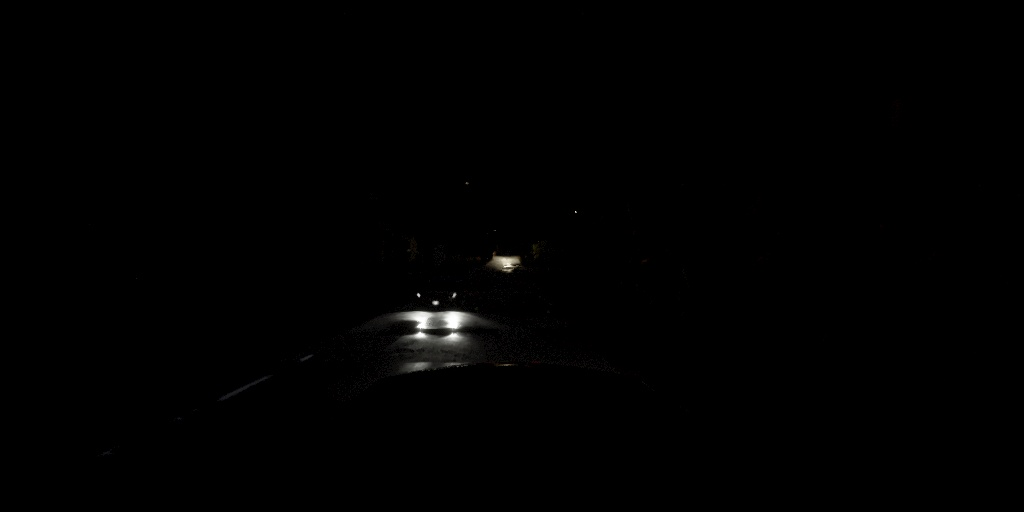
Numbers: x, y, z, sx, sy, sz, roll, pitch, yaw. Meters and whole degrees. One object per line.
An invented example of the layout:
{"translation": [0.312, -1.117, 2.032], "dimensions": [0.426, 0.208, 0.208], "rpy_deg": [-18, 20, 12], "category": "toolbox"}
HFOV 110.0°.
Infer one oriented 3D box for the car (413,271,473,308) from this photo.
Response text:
{"translation": [-2.882, 1.400, 16.217], "dimensions": [2.033, 1.411, 5.357], "rpy_deg": [0, 0, 0], "category": "car"}
